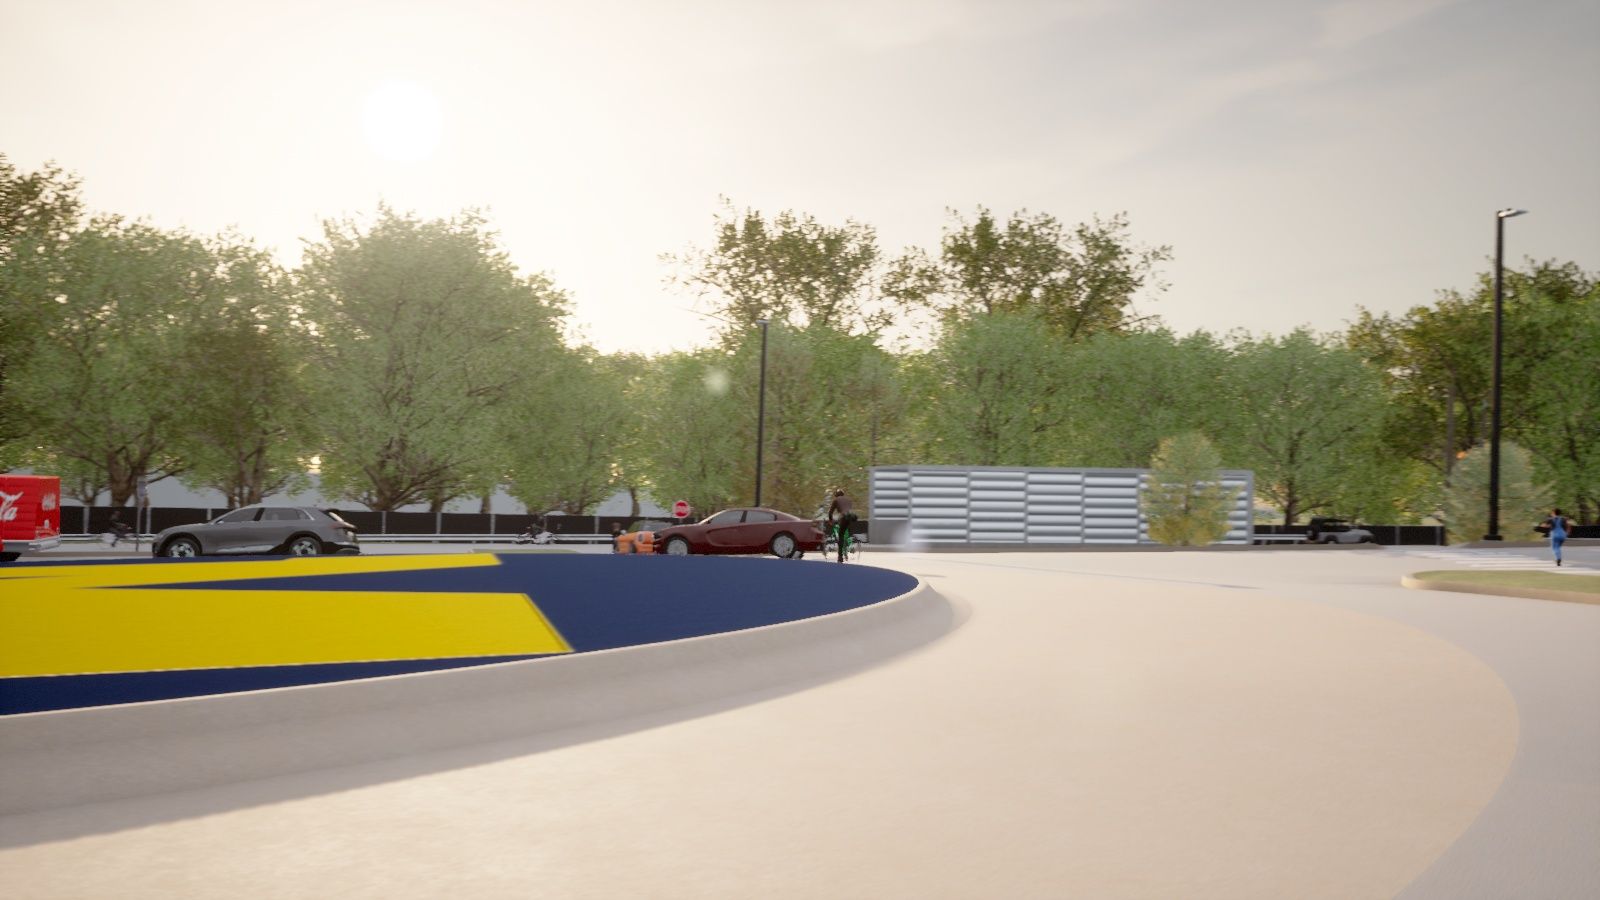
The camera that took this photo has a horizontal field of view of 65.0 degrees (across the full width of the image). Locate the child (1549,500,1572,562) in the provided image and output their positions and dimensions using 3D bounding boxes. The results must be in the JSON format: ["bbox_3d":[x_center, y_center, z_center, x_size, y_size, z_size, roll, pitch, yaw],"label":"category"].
[{"bbox_3d":[15.961,1.695,26.355,0.270,1.263,0.437,2,-2,11],"label":"child"}]

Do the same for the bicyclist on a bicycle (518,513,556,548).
[{"bbox_3d":[-13.704,4.214,65.459,1.843,1.776,0.659,1,-2,-16],"label":"bicyclist on a bicycle"}]

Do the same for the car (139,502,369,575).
[{"bbox_3d":[-13.605,2.251,31.559,4.856,1.649,2.033,0,-8,-5],"label":"car"}]

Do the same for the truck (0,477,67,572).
[{"bbox_3d":[-23.154,1.966,33.960,5.204,2.467,2.627,1,-1,-16],"label":"truck"}]

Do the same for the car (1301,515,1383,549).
[{"bbox_3d":[30.992,4.682,71.836,3.866,1.878,1.905,1,-1,-11],"label":"car"}]

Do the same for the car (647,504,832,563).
[{"bbox_3d":[-1.700,2.412,35.933,5.008,1.535,1.882,-2,-6,8],"label":"car"}]

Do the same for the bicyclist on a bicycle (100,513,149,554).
[{"bbox_3d":[-30.642,3.778,56.987,1.843,1.776,0.659,1,-1,-16],"label":"bicyclist on a bicycle"}]

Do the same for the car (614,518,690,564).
[{"bbox_3d":[-6.106,3.716,51.331,2.097,1.767,4.553,2,-5,-19],"label":"car"}]

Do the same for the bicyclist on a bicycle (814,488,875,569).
[{"bbox_3d":[0.903,1.632,26.139,0.582,1.620,1.656,2,-4,-24],"label":"bicyclist on a bicycle"}]
